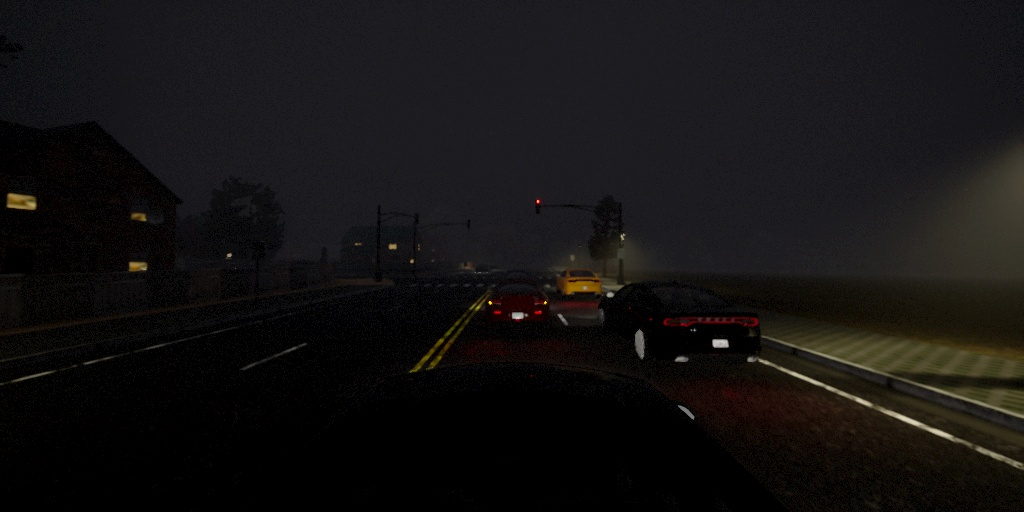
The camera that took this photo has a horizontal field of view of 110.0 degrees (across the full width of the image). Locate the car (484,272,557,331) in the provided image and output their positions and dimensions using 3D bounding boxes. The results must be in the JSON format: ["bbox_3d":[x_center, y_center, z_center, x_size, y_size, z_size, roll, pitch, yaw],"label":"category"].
[{"bbox_3d":[0.172,1.374,11.323,1.812,1.442,4.674,0,-1,1],"label":"car"}]

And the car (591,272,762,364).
[{"bbox_3d":[3.397,1.294,8.302,1.882,1.535,5.008,0,-1,0],"label":"car"}]

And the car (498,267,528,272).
[{"bbox_3d":[0.300,1.471,20.506,1.812,1.442,4.674,0,-1,0],"label":"car"}]

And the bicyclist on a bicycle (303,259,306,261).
[{"bbox_3d":[-24.210,1.164,41.888,0.582,1.620,1.656,1,-1,16],"label":"bicyclist on a bicycle"}]

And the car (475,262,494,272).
[{"bbox_3d":[-4.766,1.938,58.603,2.033,1.411,5.357,0,-1,4],"label":"car"}]

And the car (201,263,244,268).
[{"bbox_3d":[-30.077,1.104,37.437,5.008,1.535,1.882,1,-2,16],"label":"car"}]

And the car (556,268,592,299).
[{"bbox_3d":[3.551,1.413,19.690,1.882,1.535,5.008,0,-1,1],"label":"car"}]
